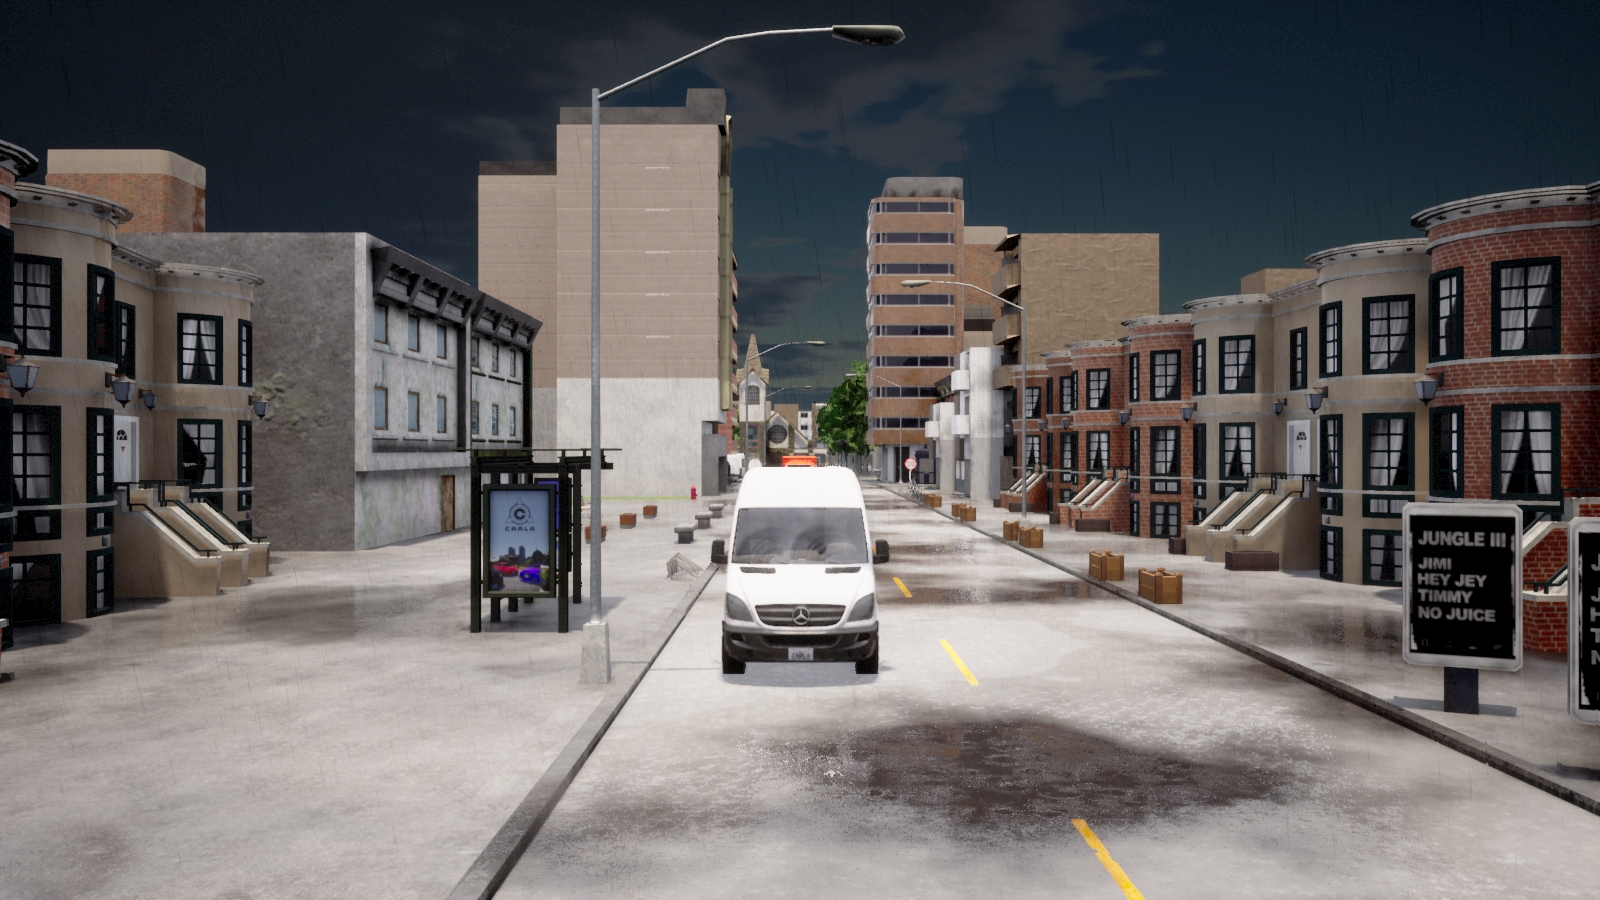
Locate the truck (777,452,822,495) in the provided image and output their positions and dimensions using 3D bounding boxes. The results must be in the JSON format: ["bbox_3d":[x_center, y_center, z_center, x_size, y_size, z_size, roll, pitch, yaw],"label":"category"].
[{"bbox_3d":[-0.037,1.374,68.664,2.627,2.467,5.204,0,0,0],"label":"truck"}]

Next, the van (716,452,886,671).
[{"bbox_3d":[0.008,1.323,16.301,1.988,2.561,5.915,0,0,0],"label":"van"}]
